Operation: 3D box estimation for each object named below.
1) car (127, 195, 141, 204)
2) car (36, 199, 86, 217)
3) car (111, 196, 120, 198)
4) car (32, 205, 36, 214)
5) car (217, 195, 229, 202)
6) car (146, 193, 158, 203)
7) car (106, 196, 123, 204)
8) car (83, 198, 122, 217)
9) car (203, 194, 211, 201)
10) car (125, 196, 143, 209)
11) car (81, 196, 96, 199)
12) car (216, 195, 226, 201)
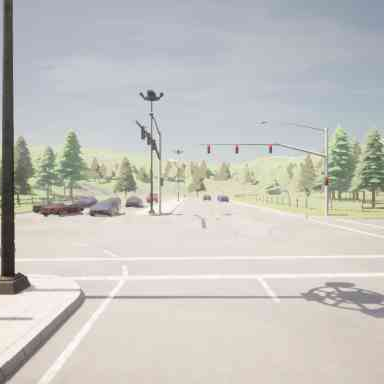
[{"bbox_3d":[-11.473,1.477,65.685,1.882,1.535,5.008,0,0,1],"label":"car"},{"bbox_3d":[-12.200,1.601,31.532,1.895,1.301,4.718,0,0,12],"label":"car"},{"bbox_3d":[-11.559,1.563,48.526,1.994,1.385,4.181,0,0,0],"label":"car"},{"bbox_3d":[-15.242,1.601,35.961,1.895,1.301,4.718,0,0,4],"label":"car"},{"bbox_3d":[7.095,1.478,73.875,1.882,1.535,5.008,0,0,1],"label":"car"},{"bbox_3d":[-7.951,1.223,68.092,2.150,2.045,5.566,0,0,0],"label":"car"},{"bbox_3d":[-14.976,1.547,64.783,2.033,1.411,5.357,0,0,1],"label":"car"},{"bbox_3d":[-8.077,1.547,31.192,2.033,1.411,5.357,0,0,0],"label":"car"},{"bbox_3d":[3.812,1.355,84.021,2.097,1.767,4.553,0,0,2],"label":"car"},{"bbox_3d":[-8.060,1.477,46.616,1.882,1.535,5.008,0,0,0],"label":"car"},{"bbox_3d":[-15.059,1.351,48.040,2.097,1.767,4.553,0,0,0],"label":"car"},{"bbox_3d":[7.320,1.525,84.279,2.128,1.511,4.902,0,0,2],"label":"car"}]
